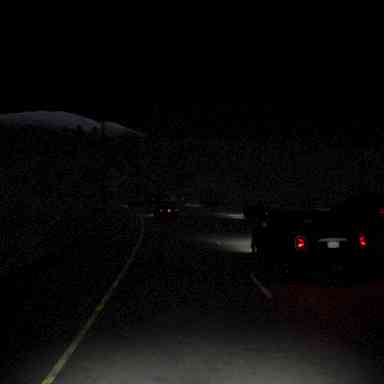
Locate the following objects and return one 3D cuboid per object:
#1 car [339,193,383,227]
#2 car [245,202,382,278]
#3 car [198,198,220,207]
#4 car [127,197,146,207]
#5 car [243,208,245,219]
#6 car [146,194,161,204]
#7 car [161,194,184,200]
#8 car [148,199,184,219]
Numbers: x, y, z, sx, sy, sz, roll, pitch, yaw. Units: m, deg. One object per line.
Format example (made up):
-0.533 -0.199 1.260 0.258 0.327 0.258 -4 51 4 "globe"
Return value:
9.728 1.075 18.397 2.150 2.045 5.566 -1 0 -7 "car"
3.288 1.305 10.180 2.097 1.767 4.553 -1 0 -4 "car"
2.568 1.601 52.180 1.895 1.301 4.718 -1 0 -19 "car"
-9.382 1.803 54.653 1.895 1.301 4.718 -1 0 -21 "car"
5.442 1.531 25.654 1.895 1.301 4.718 -1 0 -10 "car"
-6.849 1.384 57.388 2.150 2.045 5.566 0 0 -22 "car"
-3.100 1.322 57.392 2.150 2.045 5.566 0 0 -22 "car"
-2.477 1.614 30.384 2.033 1.411 5.357 -1 0 -13 "car"
